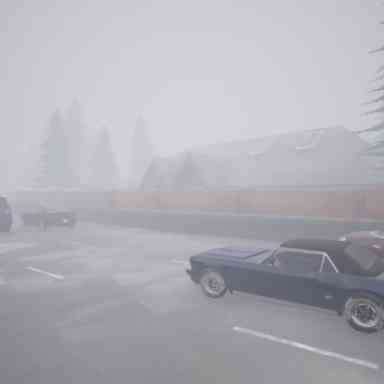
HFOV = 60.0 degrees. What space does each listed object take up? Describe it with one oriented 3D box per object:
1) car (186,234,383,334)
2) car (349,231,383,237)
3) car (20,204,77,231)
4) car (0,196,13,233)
[{"bbox_3d":[2.192,1.618,6.824,4.718,1.301,1.895,0,0,36],"label":"car"},{"bbox_3d":[5.905,1.376,8.487,4.553,1.767,2.097,0,0,36],"label":"car"},{"bbox_3d":[-9.186,1.509,21.053,5.008,1.535,1.882,0,0,43],"label":"car"},{"bbox_3d":[-12.175,1.245,19.042,5.566,2.045,2.150,0,0,44],"label":"car"}]
